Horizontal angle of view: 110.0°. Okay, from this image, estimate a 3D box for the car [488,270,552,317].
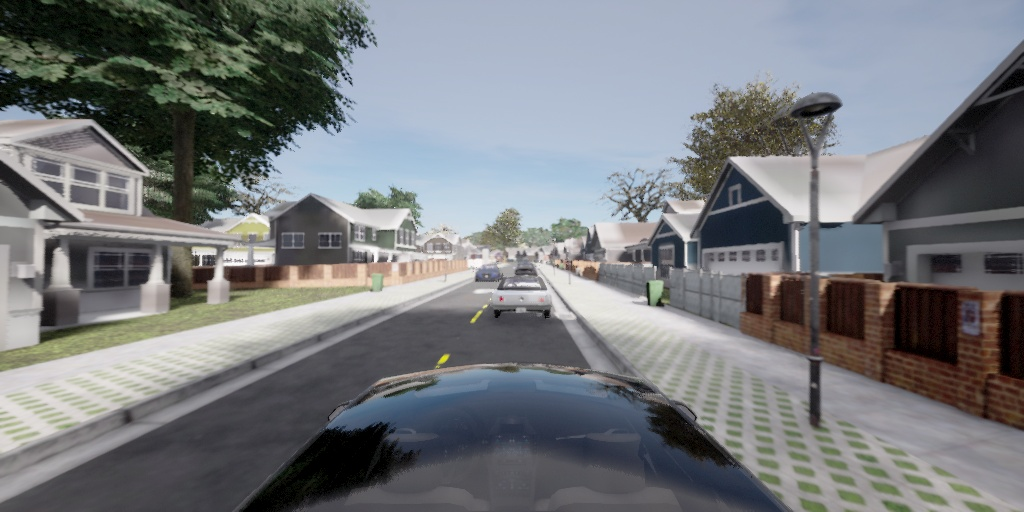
[{"bbox_3d":[0.376,1.366,13.150,1.895,1.301,4.718,0,0,2],"label":"car"}]

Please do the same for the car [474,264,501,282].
[{"bbox_3d":[-1.861,1.370,29.314,1.994,1.385,4.181,0,0,3],"label":"car"}]

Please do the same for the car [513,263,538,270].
[{"bbox_3d":[1.120,1.315,30.117,1.837,1.490,4.892,0,0,3],"label":"car"}]
